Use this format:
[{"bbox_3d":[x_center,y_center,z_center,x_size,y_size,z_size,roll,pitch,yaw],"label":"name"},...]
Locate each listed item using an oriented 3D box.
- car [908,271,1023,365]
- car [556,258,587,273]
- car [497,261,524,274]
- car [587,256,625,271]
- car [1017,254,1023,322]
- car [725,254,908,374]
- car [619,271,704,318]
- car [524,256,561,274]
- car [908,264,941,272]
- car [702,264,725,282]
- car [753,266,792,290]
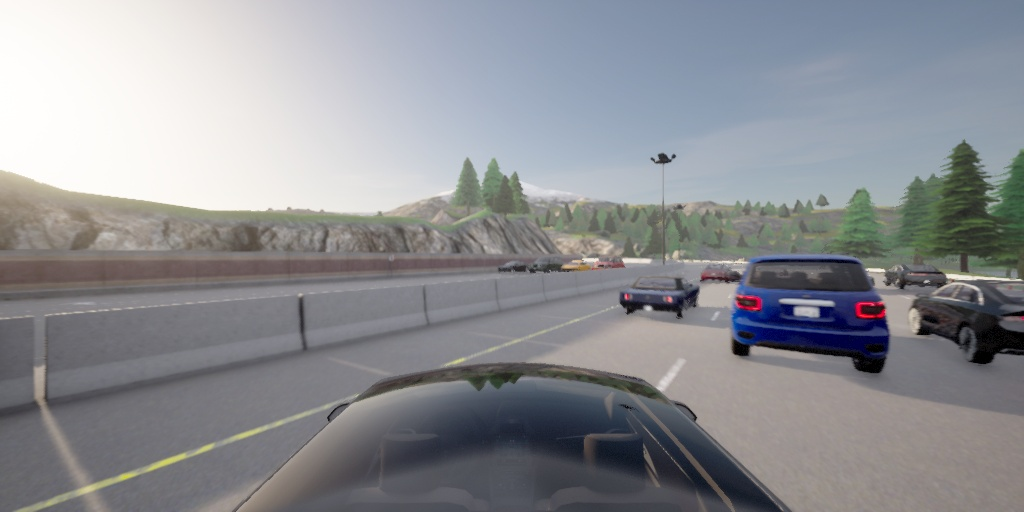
[{"bbox_3d":[10.022,1.238,7.310,2.128,1.511,4.902,0,0,35],"label":"car"},{"bbox_3d":[7.237,1.286,40.505,1.882,1.535,5.008,0,0,34],"label":"car"},{"bbox_3d":[0.231,1.300,42.650,1.882,1.535,5.008,0,0,34],"label":"car"},{"bbox_3d":[10.604,1.023,39.208,2.150,2.045,5.566,0,0,34],"label":"car"},{"bbox_3d":[14.927,0.963,8.210,2.150,2.045,5.566,0,0,35],"label":"car"},{"bbox_3d":[6.198,0.976,7.944,2.150,2.045,5.566,0,0,34],"label":"car"},{"bbox_3d":[5.571,1.364,13.155,1.895,1.301,4.718,0,0,35],"label":"car"},{"bbox_3d":[4.064,1.039,42.043,2.150,2.045,5.566,0,0,34],"label":"car"},{"bbox_3d":[24.425,1.245,21.889,2.128,1.511,4.902,0,0,35],"label":"car"},{"bbox_3d":[16.461,1.340,28.825,1.994,1.385,4.181,0,0,35],"label":"car"},{"bbox_3d":[17.000,1.366,23.481,1.895,1.301,4.718,0,0,35],"label":"car"}]
